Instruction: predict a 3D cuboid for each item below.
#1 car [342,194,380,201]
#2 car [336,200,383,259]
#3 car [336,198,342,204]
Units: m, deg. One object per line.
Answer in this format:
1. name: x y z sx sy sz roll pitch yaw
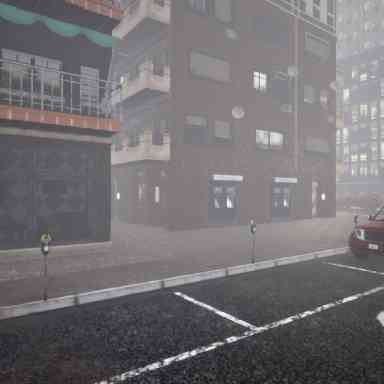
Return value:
1. car: 19.319 1.112 38.940 2.192 1.841 5.009 1 0 -36
2. car: 7.472 1.318 11.407 5.009 1.841 2.192 0 0 -35
3. car: 12.706 1.333 34.186 1.802 1.307 4.206 1 0 -36
